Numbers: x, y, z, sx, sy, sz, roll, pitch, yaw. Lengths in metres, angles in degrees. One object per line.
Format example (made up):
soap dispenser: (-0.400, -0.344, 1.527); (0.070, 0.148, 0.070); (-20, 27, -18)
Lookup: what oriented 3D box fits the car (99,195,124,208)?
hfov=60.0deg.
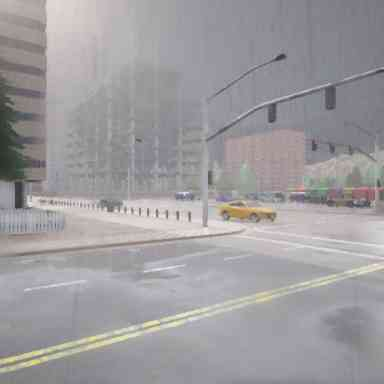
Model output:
car: (-11.373, 1.283, 46.959); (2.097, 1.767, 4.553); (0, 0, -36)

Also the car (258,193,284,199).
car: (14.860, 1.392, 62.219); (1.970, 1.475, 3.806); (0, 0, -36)

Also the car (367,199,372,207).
car: (22.789, 1.153, 46.422); (1.905, 1.878, 3.866); (0, 0, -36)

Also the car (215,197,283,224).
car: (4.179, 1.411, 25.287); (1.882, 1.535, 5.008); (0, 0, -36)

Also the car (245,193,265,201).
car: (15.312, 1.150, 81.143); (1.932, 1.855, 4.605); (0, 0, -36)

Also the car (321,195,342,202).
car: (30.967, 1.361, 73.723); (1.784, 1.438, 3.905); (0, 0, -36)

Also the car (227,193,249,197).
car: (10.797, 1.392, 77.866); (1.970, 1.475, 3.806); (0, 0, -36)

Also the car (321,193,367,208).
car: (20.400, 1.150, 44.787); (1.932, 1.855, 4.605); (0, 0, -36)

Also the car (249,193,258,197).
car: (13.156, 1.361, 79.545); (1.784, 1.438, 3.905); (0, 0, -36)

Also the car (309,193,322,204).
car: (28.571, 1.150, 72.095); (1.932, 1.855, 4.605); (0, 0, -36)
